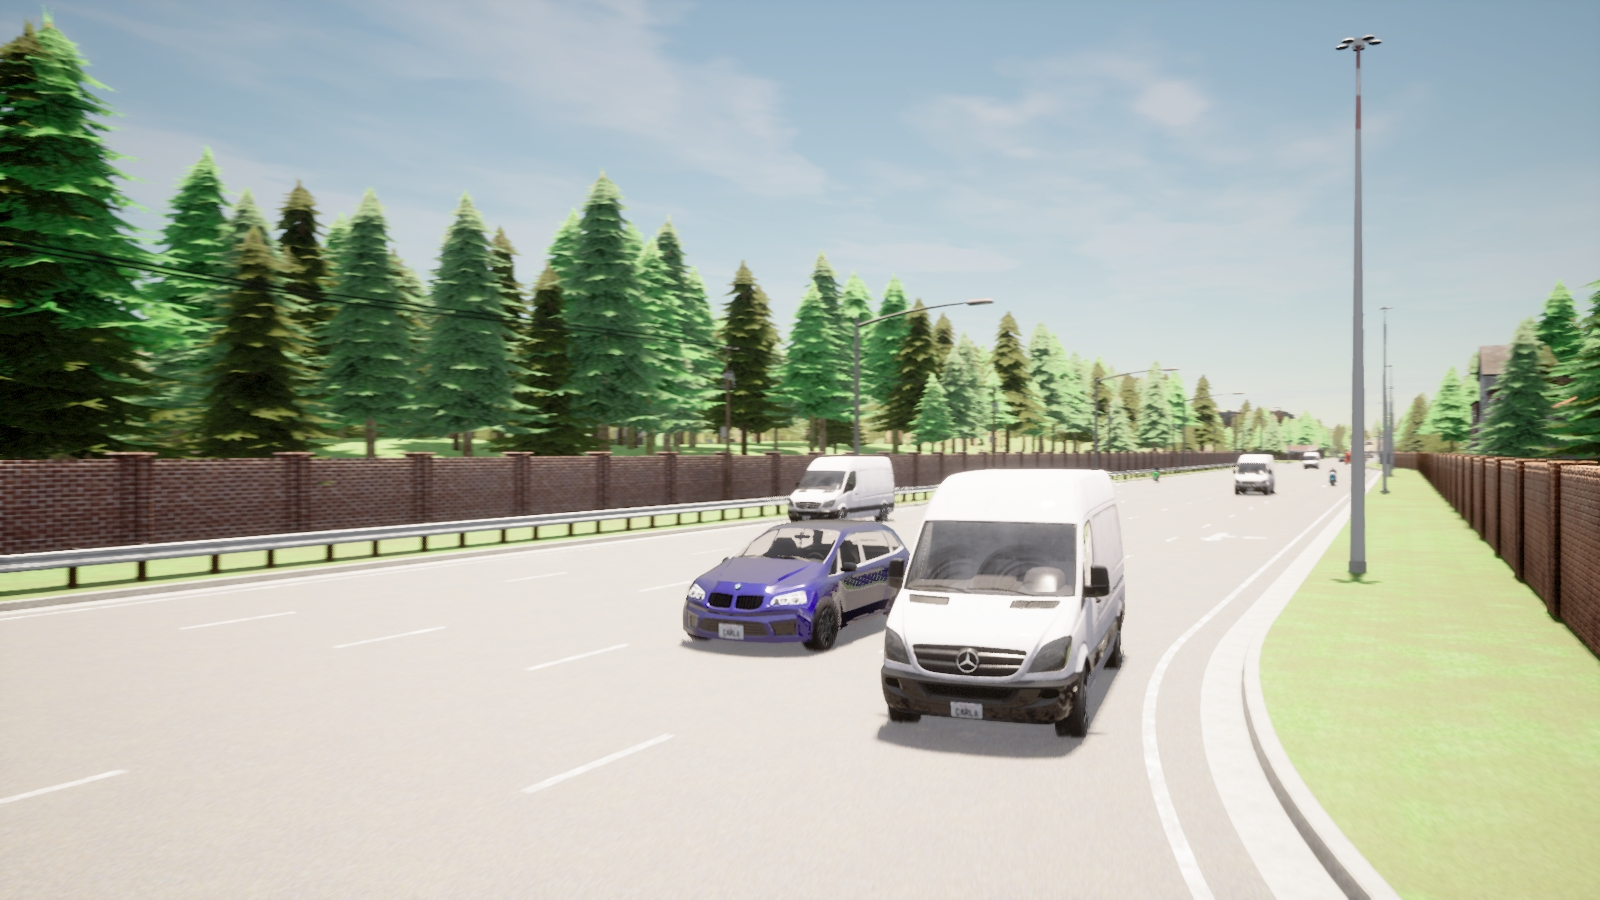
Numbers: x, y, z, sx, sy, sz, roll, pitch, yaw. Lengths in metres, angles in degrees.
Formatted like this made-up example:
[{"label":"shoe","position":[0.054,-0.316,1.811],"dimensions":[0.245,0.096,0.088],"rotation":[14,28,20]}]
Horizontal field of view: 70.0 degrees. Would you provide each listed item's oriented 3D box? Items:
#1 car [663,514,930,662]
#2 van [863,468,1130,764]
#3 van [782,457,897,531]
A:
[{"label":"car","position":[0.123,1.970,17.657],"dimensions":[2.242,1.667,4.611],"rotation":[0,0,28]},{"label":"van","position":[2.579,1.540,13.361],"dimensions":[1.988,2.561,5.915],"rotation":[0,0,21]},{"label":"van","position":[1.597,1.543,43.099],"dimensions":[1.988,2.561,5.915],"rotation":[0,0,28]}]
